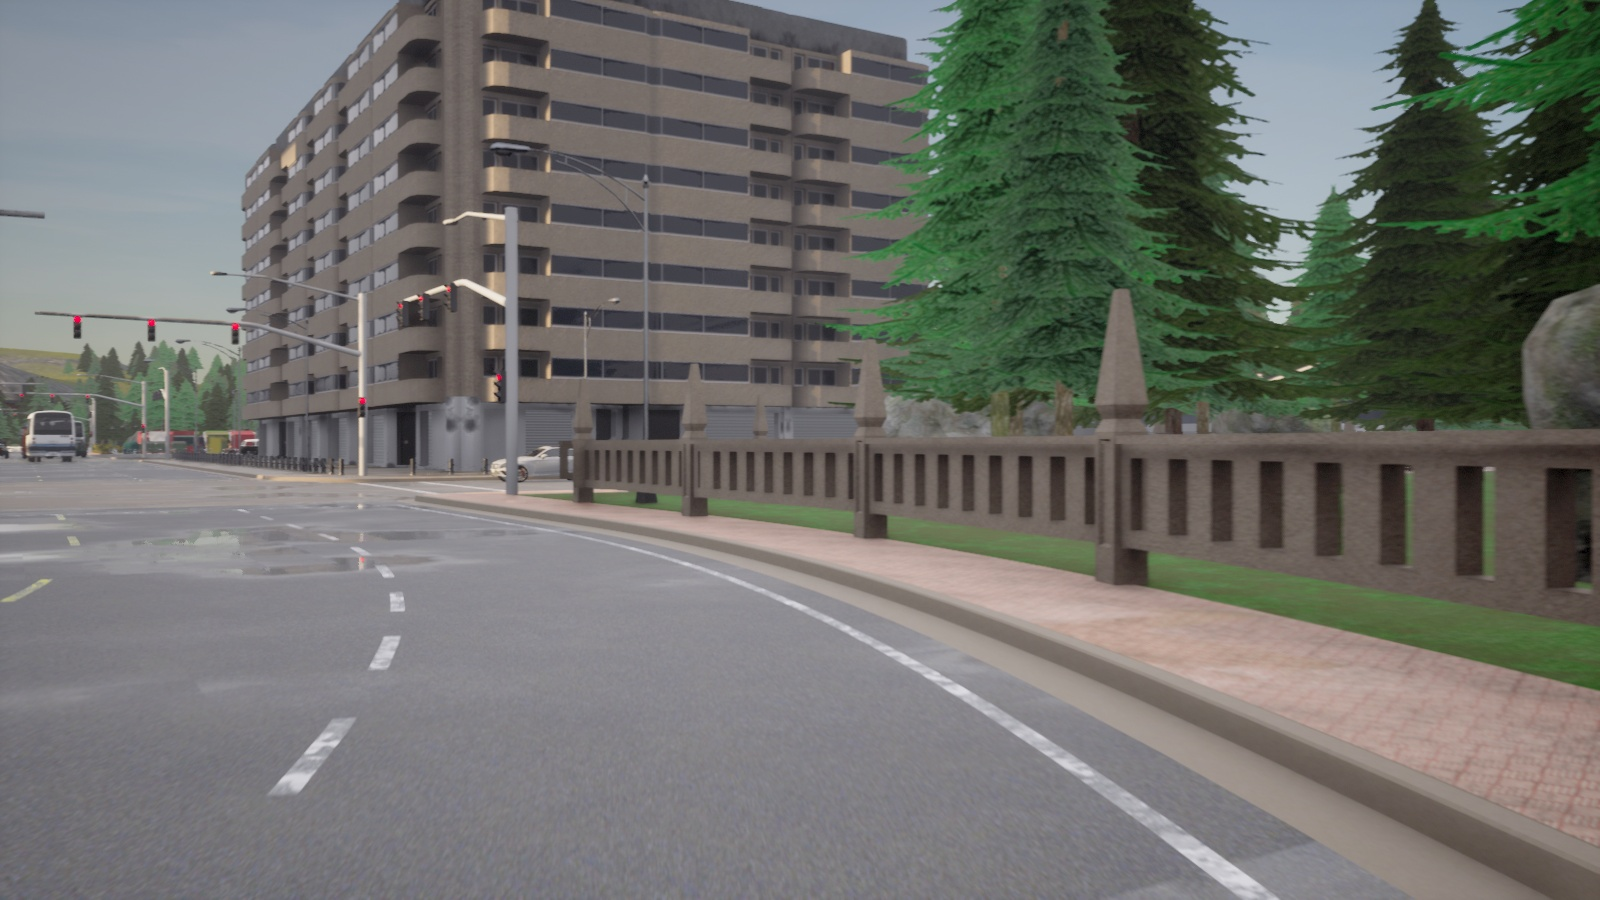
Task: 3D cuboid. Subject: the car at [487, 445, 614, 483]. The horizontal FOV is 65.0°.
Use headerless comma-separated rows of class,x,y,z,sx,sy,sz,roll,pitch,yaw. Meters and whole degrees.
car,-10.065,0.541,50.751,4.674,1.442,1.812,0,0,-32
